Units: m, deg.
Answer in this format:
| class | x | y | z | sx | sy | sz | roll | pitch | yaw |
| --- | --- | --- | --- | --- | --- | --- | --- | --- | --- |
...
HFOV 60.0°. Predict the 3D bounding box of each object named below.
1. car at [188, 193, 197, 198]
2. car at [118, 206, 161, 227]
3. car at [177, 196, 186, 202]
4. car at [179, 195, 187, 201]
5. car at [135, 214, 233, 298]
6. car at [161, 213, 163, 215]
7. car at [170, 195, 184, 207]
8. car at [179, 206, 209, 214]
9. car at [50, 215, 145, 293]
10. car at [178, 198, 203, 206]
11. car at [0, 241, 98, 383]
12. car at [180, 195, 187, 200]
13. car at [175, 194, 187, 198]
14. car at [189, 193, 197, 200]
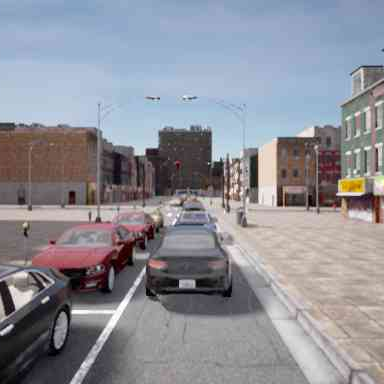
| class | x | y | z | sx | sy | sz | roll | pitch | yaw |
| --- | --- | --- | --- | --- | --- | --- | --- | --- | --- |
| car | 0.182 | 1.435 | 82.266 | 2.097 | 1.767 | 4.553 | 0 | 0 | 0 |
| car | -2.603 | 1.536 | 14.351 | 1.887 | 1.381 | 4.507 | 0 | 0 | 0 |
| car | -2.461 | 1.604 | 78.852 | 1.752 | 1.417 | 4.829 | 0 | 0 | 0 |
| car | -2.437 | 1.653 | 89.910 | 1.887 | 1.381 | 4.507 | 0 | 0 | 0 |
| car | -0.041 | 1.519 | 8.401 | 1.812 | 1.442 | 4.674 | 0 | 0 | 1 |
| car | -2.591 | 1.517 | 19.675 | 1.752 | 1.417 | 4.829 | 0 | 0 | 0 |
| car | -2.521 | 1.546 | 51.632 | 1.752 | 1.417 | 4.829 | 0 | 0 | 0 |
| car | 0.129 | 1.592 | 16.085 | 1.895 | 1.301 | 4.718 | 0 | 0 | 0 |
| car | -2.615 | 1.538 | 8.856 | 1.887 | 1.381 | 4.507 | 0 | 0 | 0 |
| car | 0.169 | 1.499 | 26.386 | 1.837 | 1.490 | 4.892 | 0 | 0 | 2 |
| car | -2.627 | 1.548 | 3.363 | 2.008 | 1.369 | 4.403 | 0 | 0 | 0 |
| car | -2.424 | 1.562 | 95.355 | 1.967 | 1.590 | 4.097 | 0 | 0 | 0 |
| car | -2.508 | 1.345 | 57.246 | 2.192 | 1.841 | 5.009 | 0 | 0 | 0 |
| car | 0.204 | 1.172 | 92.329 | 2.150 | 2.045 | 5.566 | 0 | 0 | 0 |
